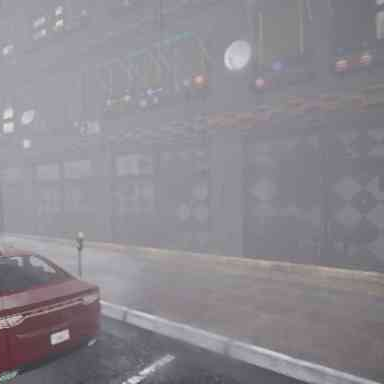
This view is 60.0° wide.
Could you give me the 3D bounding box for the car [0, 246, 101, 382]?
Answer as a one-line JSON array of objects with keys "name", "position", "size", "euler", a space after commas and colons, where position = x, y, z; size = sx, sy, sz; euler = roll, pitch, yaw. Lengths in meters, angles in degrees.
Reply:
[{"name": "car", "position": [-3.323, 1.514, 5.117], "size": [4.507, 1.381, 1.887], "euler": [0, -1, 36]}]
